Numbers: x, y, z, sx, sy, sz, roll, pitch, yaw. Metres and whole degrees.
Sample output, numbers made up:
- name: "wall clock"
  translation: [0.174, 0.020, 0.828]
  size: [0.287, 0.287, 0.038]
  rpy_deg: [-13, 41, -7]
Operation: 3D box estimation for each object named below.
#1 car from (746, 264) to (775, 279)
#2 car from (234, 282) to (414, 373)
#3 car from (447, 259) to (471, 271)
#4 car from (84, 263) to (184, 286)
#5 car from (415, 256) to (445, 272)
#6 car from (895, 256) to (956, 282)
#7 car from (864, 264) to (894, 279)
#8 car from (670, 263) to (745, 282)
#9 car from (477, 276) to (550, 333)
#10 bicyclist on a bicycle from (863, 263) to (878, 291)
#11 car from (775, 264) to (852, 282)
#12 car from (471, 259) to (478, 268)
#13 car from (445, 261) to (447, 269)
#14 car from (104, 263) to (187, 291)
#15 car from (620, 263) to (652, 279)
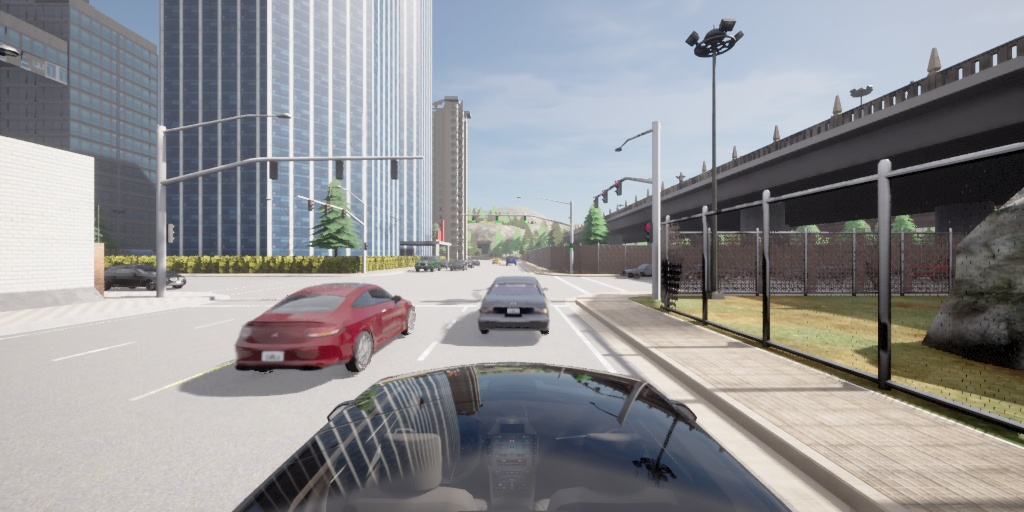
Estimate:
- name: "car"
  translation: [22.300, 1.406, 32.659]
  size: [4.718, 1.301, 1.895]
  rpy_deg: [0, 0, 0]
- name: "car"
  translation: [-3.448, 1.275, 7.478]
  size: [1.812, 1.442, 4.674]
  rpy_deg: [0, 0, 0]
- name: "car"
  translation: [-7.209, 1.255, 48.989]
  size: [1.837, 1.490, 4.892]
  rpy_deg: [0, 0, 0]
- name: "car"
  translation: [-26.469, 1.283, 25.241]
  size: [5.008, 1.535, 1.882]
  rpy_deg: [0, 0, 0]
- name: "car"
  translation: [-10.660, 0.971, 46.097]
  size: [2.150, 2.045, 5.566]
  rpy_deg: [0, 0, 4]
- name: "car"
  translation: [35.224, 1.027, 29.207]
  size: [5.566, 2.045, 2.150]
  rpy_deg: [0, 0, -1]
- name: "car"
  translation: [32.226, 1.406, 32.695]
  size: [4.718, 1.301, 1.895]
  rpy_deg: [0, 0, 0]
- name: "car"
  translation: [15.654, 1.297, 29.129]
  size: [4.902, 1.511, 2.128]
  rpy_deg: [0, 0, 0]
- name: "car"
  translation: [0.129, 1.298, 10.696]
  size: [2.033, 1.411, 5.357]
  rpy_deg: [0, 0, 2]
- name: "bicyclist on a bicycle"
  translation: [18.260, 1.106, 18.157]
  size: [0.582, 1.620, 1.656]
  rpy_deg: [0, 0, 0]
- name: "car"
  translation: [24.610, 1.331, 29.159]
  size: [4.674, 1.442, 1.812]
  rpy_deg: [0, 0, 0]
- name: "car"
  translation: [-7.216, 1.241, 58.201]
  size: [2.128, 1.511, 4.902]
  rpy_deg: [0, 0, 0]
- name: "car"
  translation: [-10.718, 1.297, 56.283]
  size: [2.033, 1.411, 5.357]
  rpy_deg: [0, 0, 0]
- name: "car"
  translation: [-22.591, 1.331, 21.776]
  size: [4.674, 1.442, 1.812]
  rpy_deg: [0, 0, 0]
- name: "car"
  translation: [12.710, 1.353, 32.616]
  size: [5.357, 1.411, 2.033]
  rpy_deg: [0, 0, 0]
